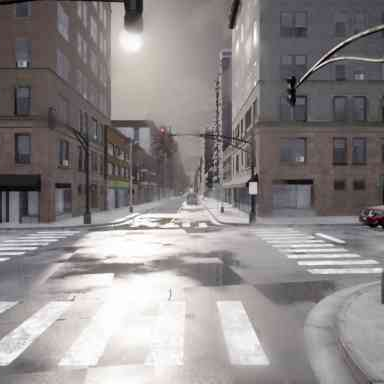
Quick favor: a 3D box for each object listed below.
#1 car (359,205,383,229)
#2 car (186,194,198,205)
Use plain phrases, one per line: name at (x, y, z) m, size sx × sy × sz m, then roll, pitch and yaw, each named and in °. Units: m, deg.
car at (12.058, 1.123, 18.418) m, size 5.009 × 1.841 × 2.192 m, roll -1°, pitch 1°, yaw 0°
car at (0.000, 1.593, 60.066) m, size 2.033 × 1.411 × 5.357 m, roll 0°, pitch 0°, yaw 0°
